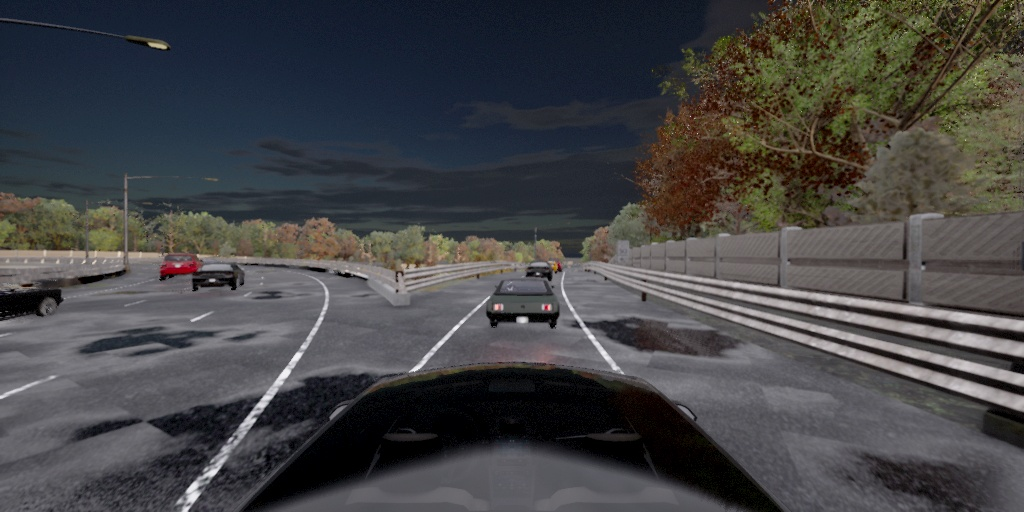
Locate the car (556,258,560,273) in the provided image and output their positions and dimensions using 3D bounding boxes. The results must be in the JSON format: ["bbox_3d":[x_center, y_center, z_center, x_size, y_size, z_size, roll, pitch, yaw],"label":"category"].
[{"bbox_3d":[4.412,1.240,42.516,1.882,1.535,5.008,0,-1,9],"label":"car"}]

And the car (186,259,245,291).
[{"bbox_3d":[-17.080,1.132,21.041,1.882,1.535,5.008,0,0,-31],"label":"car"}]

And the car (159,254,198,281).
[{"bbox_3d":[-26.694,0.836,29.057,2.150,2.045,5.566,0,0,-37],"label":"car"}]

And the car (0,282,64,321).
[{"bbox_3d":[-14.891,1.309,9.637,1.895,1.301,4.718,0,0,-25],"label":"car"}]

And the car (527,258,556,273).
[{"bbox_3d":[2.223,1.108,28.132,1.882,1.535,5.008,0,0,8],"label":"car"}]

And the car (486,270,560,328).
[{"bbox_3d":[0.386,1.307,11.209,1.895,1.301,4.718,0,0,3],"label":"car"}]

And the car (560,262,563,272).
[{"bbox_3d":[6.371,1.383,54.246,2.150,2.045,5.566,0,-2,9],"label":"car"}]
